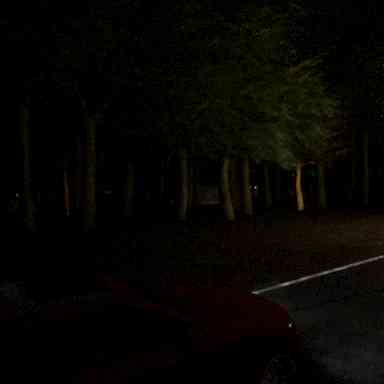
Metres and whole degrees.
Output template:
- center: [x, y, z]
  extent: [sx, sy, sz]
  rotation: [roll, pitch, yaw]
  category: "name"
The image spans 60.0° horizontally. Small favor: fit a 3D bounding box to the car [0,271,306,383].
- center: [-0.953, 1.502, 3.033]
  extent: [4.674, 1.442, 1.812]
  rotation: [-2, 1, -36]
  category: "car"
